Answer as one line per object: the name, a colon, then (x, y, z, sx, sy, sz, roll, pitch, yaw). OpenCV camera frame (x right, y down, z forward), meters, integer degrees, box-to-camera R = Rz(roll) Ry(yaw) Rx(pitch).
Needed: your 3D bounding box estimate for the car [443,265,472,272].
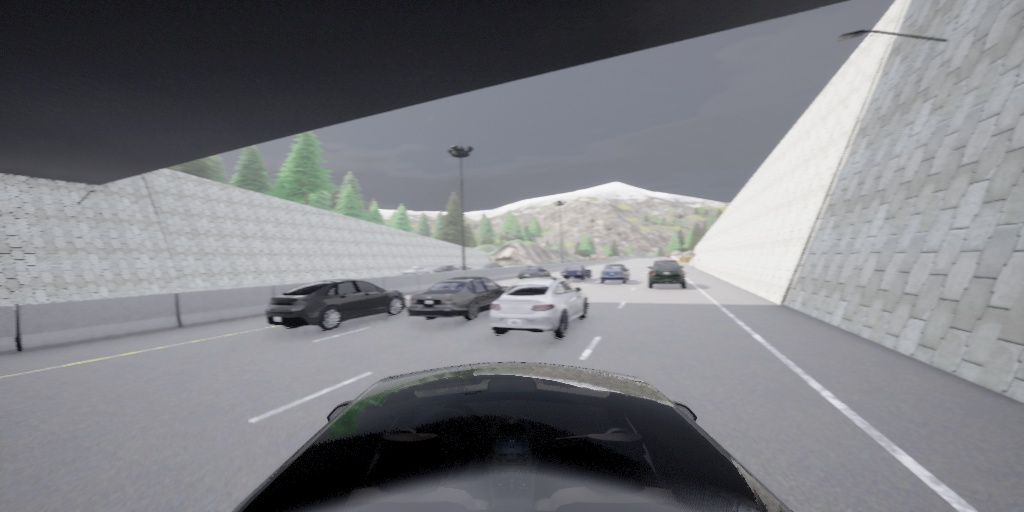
car: (-6.804, 2.004, 47.457, 1.994, 1.385, 4.181, -2, -1, 22)

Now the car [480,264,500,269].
car: (-2.882, 1.826, 47.788, 1.837, 1.490, 4.892, -2, -1, 23)

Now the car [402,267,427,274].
car: (-13.408, 2.199, 49.794, 1.812, 1.442, 4.674, -2, -1, 22)

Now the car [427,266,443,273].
car: (-9.364, 2.059, 50.419, 1.837, 1.490, 4.892, -2, -1, 23)

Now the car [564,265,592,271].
car: (5.758, 1.476, 31.472, 1.895, 1.301, 4.718, -2, -1, 22)

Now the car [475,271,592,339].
car: (0.925, 1.335, 10.322, 1.812, 1.442, 4.674, -2, -1, 22)

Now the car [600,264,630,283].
car: (8.003, 1.313, 27.713, 2.033, 1.411, 5.357, -2, -1, 22)

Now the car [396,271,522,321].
car: (-1.607, 1.469, 13.380, 2.033, 1.411, 5.357, -2, -1, 22)

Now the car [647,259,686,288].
car: (9.787, 1.009, 22.833, 2.097, 1.767, 4.553, -2, -1, 22)

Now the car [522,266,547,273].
car: (2.013, 1.559, 31.556, 1.994, 1.385, 4.181, -2, -1, 22)

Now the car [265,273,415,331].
car: (-5.761, 1.549, 12.457, 1.837, 1.490, 4.892, -2, -1, 22)
